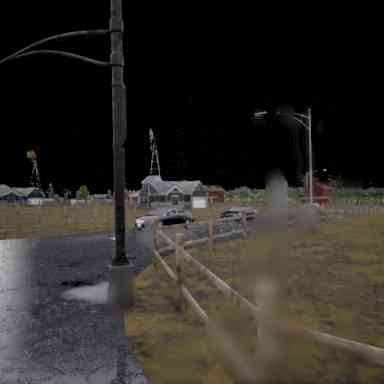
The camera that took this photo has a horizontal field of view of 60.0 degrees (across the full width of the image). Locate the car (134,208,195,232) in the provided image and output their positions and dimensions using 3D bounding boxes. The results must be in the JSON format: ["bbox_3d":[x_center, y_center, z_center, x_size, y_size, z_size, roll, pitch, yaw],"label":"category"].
[{"bbox_3d":[-1.779,1.825,22.634,2.128,1.511,4.902,-2,-2,38],"label":"car"}]

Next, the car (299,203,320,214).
[{"bbox_3d":[17.128,2.379,48.212,1.837,1.490,4.892,-2,-3,37],"label":"car"}]

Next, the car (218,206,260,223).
[{"bbox_3d":[4.558,2.056,31.259,2.033,1.411,5.357,-2,-2,36],"label":"car"}]
